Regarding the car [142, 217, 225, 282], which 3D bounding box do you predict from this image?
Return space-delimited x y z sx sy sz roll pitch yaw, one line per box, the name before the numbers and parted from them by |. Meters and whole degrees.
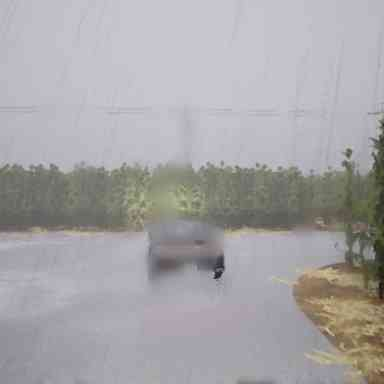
car | -0.388 1.463 9.740 2.128 1.511 4.902 0 0 -9
